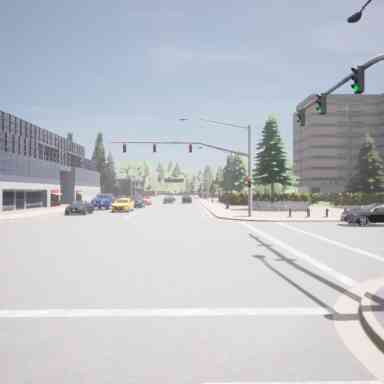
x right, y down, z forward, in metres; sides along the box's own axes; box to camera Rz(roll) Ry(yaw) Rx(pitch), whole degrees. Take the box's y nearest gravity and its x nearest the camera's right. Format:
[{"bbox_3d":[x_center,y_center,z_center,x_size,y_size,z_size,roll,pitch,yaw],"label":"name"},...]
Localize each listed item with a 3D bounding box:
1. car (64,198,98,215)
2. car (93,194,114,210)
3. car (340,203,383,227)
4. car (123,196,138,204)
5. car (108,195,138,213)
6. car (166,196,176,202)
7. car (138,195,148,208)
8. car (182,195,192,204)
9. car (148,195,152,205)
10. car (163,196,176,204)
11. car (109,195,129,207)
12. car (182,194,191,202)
[{"bbox_3d":[-11.238,1.564,33.469,1.994,1.385,4.181,0,0,-1],"label":"car"},{"bbox_3d":[-11.370,1.221,42.822,2.150,2.045,5.566,0,0,-1],"label":"car"},{"bbox_3d":[12.505,1.492,22.232,4.902,1.511,2.128,0,0,-1],"label":"car"},{"bbox_3d":[-11.587,1.491,62.980,2.128,1.511,4.902,0,0,0],"label":"car"},{"bbox_3d":[-7.802,1.478,37.861,1.882,1.535,5.008,0,0,-1],"label":"car"},{"bbox_3d":[-4.709,1.510,75.265,1.895,1.301,4.718,0,0,-1],"label":"car"},{"bbox_3d":[-7.924,1.352,47.097,2.097,1.767,4.553,0,0,-1],"label":"car"},{"bbox_3d":[-0.968,1.505,64.953,1.837,1.490,4.892,0,0,-1],"label":"car"},{"bbox_3d":[-8.044,1.352,57.212,2.097,1.767,4.553,0,0,-1],"label":"car"},{"bbox_3d":[-4.565,1.547,64.629,2.033,1.411,5.357,0,0,-1],"label":"car"},{"bbox_3d":[-11.492,1.352,52.722,2.097,1.767,4.553,0,0,-1],"label":"car"},{"bbox_3d":[-1.204,1.355,75.018,2.097,1.767,4.553,0,0,-1],"label":"car"}]
